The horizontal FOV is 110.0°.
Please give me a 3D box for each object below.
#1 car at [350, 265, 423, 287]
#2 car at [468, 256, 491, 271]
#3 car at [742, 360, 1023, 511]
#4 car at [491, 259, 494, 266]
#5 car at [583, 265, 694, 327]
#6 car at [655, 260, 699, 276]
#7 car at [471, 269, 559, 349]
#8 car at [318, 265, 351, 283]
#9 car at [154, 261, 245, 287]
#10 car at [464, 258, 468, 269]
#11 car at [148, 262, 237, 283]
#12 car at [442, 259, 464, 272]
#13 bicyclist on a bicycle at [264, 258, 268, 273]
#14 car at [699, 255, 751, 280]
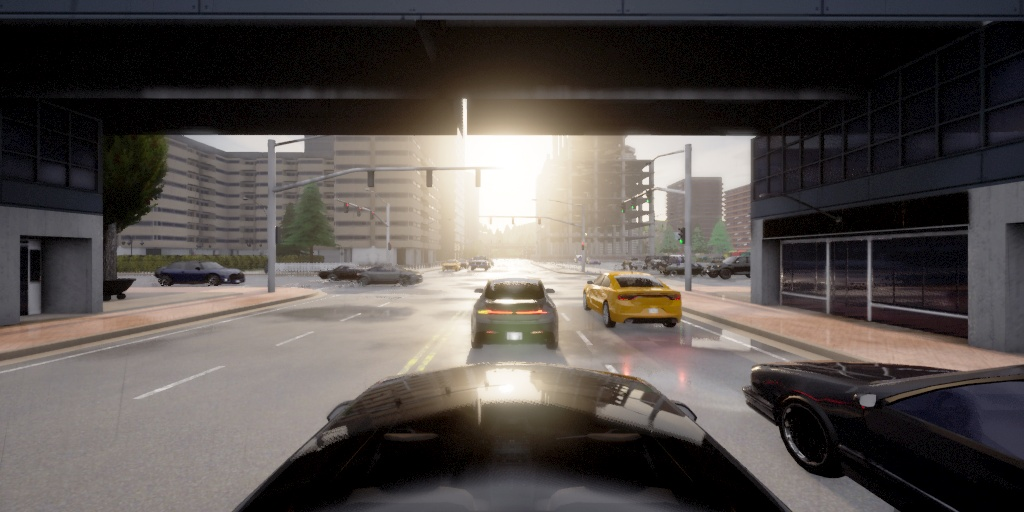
[{"bbox_3d":[-8.177,1.314,24.077,4.181,1.385,1.994,0,0,-1],"label":"car"},{"bbox_3d":[-4.506,0.971,50.558,2.150,2.045,5.566,0,0,0],"label":"car"},{"bbox_3d":[3.600,1.297,1.687,2.033,1.411,5.357,0,0,0],"label":"car"},{"bbox_3d":[-4.550,1.241,60.299,2.128,1.511,4.902,0,0,0],"label":"car"},{"bbox_3d":[3.578,1.228,11.513,1.882,1.535,5.008,0,0,0],"label":"car"},{"bbox_3d":[16.892,1.351,34.914,4.718,1.301,1.895,0,0,0],"label":"car"},{"bbox_3d":[0.066,1.255,9.143,1.837,1.490,4.892,0,0,0],"label":"car"},{"bbox_3d":[-12.232,1.351,27.877,4.718,1.301,1.895,0,0,-6],"label":"car"},{"bbox_3d":[-20.566,1.101,23.953,4.553,1.767,2.097,0,0,0],"label":"car"},{"bbox_3d":[-8.041,1.228,57.249,1.882,1.535,5.008,0,0,0],"label":"car"},{"bbox_3d":[-24.344,1.242,27.434,4.902,1.511,2.128,0,0,0],"label":"car"},{"bbox_3d":[-7.990,1.228,47.676,1.882,1.535,5.008,0,0,0],"label":"car"},{"bbox_3d":[-25.995,1.051,38.409,0.582,1.620,1.656,0,0,0],"label":"bicyclist on a bicycle"},{"bbox_3d":[19.904,0.971,31.375,5.566,2.045,2.150,0,0,1],"label":"car"}]
